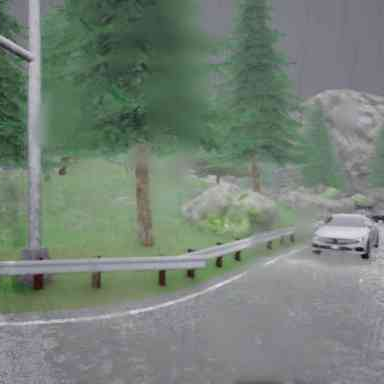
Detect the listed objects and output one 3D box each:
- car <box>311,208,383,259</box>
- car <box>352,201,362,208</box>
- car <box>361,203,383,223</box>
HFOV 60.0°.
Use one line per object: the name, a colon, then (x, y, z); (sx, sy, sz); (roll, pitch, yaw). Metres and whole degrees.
car: (6.104, 1.564, 13.046); (1.812, 1.442, 4.674); (0, 0, 35)
car: (19.901, 1.718, 40.553); (1.895, 1.301, 4.718); (0, 0, -8)
car: (14.221, 1.597, 24.371); (2.033, 1.411, 5.357); (0, 0, 37)
